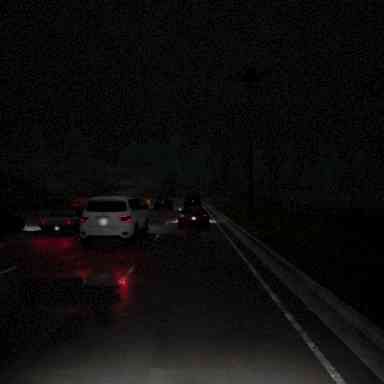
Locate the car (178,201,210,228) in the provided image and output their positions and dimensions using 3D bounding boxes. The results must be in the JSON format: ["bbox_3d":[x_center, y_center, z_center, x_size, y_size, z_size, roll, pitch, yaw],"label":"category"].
[{"bbox_3d":[0.106,1.536,21.754,1.994,1.385,4.181,0,0,0],"label":"car"}]

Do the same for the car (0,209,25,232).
[{"bbox_3d":[-10.396,1.504,16.938,1.812,1.442,4.674,0,0,0],"label":"car"}]

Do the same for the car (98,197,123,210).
[{"bbox_3d":[-10.389,1.423,42.710,1.882,1.535,5.008,0,0,0],"label":"car"}]

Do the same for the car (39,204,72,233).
[{"bbox_3d":[-6.928,1.576,19.300,1.895,1.301,4.718,0,0,0],"label":"car"}]

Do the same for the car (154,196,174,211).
[{"bbox_3d":[-3.389,1.299,40.916,2.097,1.767,4.553,0,0,0],"label":"car"}]

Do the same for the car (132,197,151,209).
[{"bbox_3d":[-6.888,1.419,45.671,1.882,1.535,5.008,0,0,0],"label":"car"}]

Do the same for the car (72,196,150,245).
[{"bbox_3d":[-3.396,1.201,15.464,2.150,2.045,5.566,0,0,0],"label":"car"}]

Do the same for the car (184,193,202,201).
[{"bbox_3d":[0.112,1.163,43.313,2.150,2.045,5.566,0,0,0],"label":"car"}]
